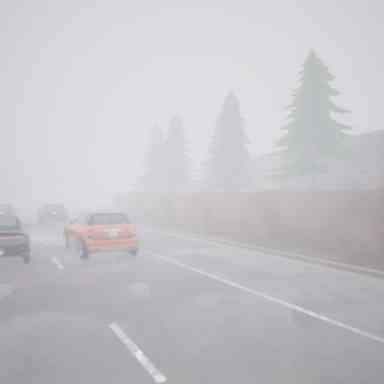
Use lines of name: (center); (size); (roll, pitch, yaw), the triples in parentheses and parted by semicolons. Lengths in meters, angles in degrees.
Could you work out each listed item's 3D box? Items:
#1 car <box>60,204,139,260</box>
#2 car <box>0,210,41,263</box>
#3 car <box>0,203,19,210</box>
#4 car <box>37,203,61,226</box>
car: (-3.834, 1.515, 13.607); (2.097, 1.767, 4.553); (1, -1, -30)
car: (-6.903, 1.617, 11.923); (2.128, 1.511, 4.902); (1, -1, -30)
car: (-14.222, 1.612, 24.925); (2.097, 1.767, 4.553); (1, -1, -27)
car: (-11.193, 1.651, 26.682); (2.097, 1.767, 4.553); (1, -1, -27)
